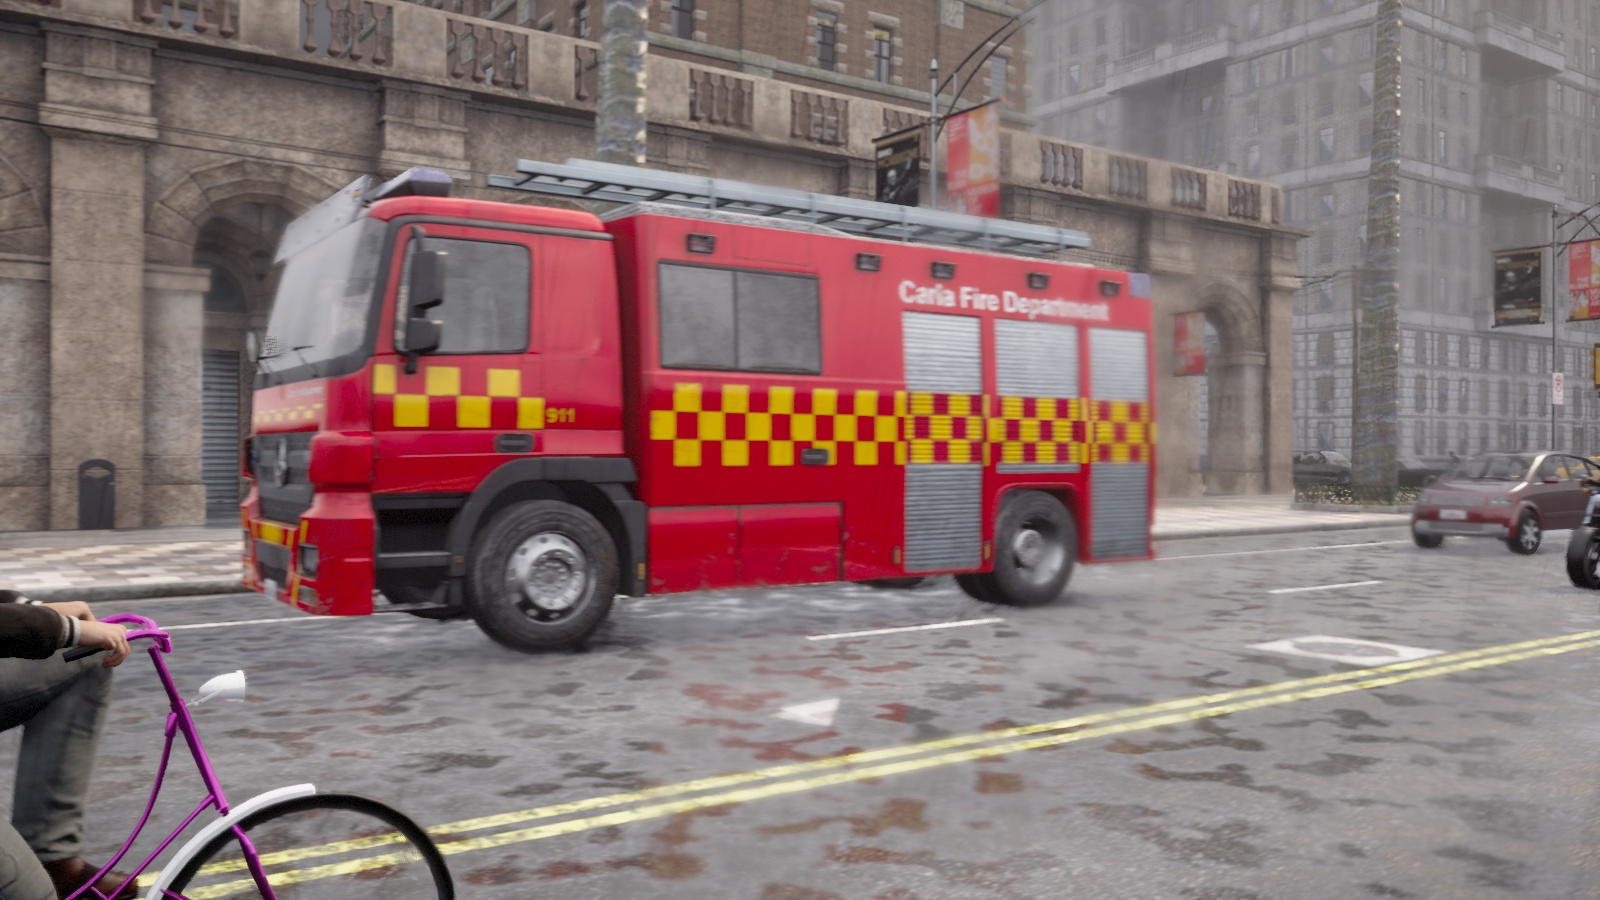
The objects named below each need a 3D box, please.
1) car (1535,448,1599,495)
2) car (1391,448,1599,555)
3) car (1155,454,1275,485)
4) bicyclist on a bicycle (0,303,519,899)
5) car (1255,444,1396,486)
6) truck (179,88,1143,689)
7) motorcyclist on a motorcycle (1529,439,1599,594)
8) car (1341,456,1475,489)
[{"bbox_3d":[28.038,0.721,42.395,1.801,1.575,5.366,0,0,-30],"label":"car"},{"bbox_3d":[11.241,0.745,19.856,3.705,1.549,1.789,0,0,-34],"label":"car"},{"bbox_3d":[19.941,0.890,60.559,2.033,1.411,5.357,0,0,-34],"label":"car"},{"bbox_3d":[-1.576,0.625,2.560,1.843,1.776,0.659,0,0,-35],"label":"bicyclist on a bicycle"},{"bbox_3d":[21.648,0.597,51.926,2.152,1.651,5.027,0,0,-34],"label":"car"},{"bbox_3d":[-0.823,-0.391,11.581,8.468,3.827,2.891,0,0,-34],"label":"truck"},{"bbox_3d":[9.268,0.708,14.287,2.350,1.649,0.766,0,0,-35],"label":"motorcyclist on a motorcycle"},{"bbox_3d":[25.418,0.912,52.648,1.895,1.301,4.718,0,0,-34],"label":"car"}]
